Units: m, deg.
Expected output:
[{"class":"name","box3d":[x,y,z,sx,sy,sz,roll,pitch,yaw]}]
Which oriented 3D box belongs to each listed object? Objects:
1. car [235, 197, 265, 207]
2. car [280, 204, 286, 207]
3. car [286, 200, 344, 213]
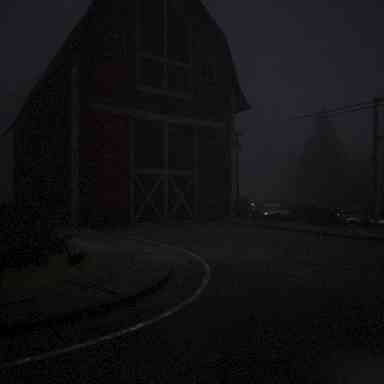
[{"class":"car","box3d":[6.142,1.379,37.624,2.097,1.767,4.553,0,0,-34]},{"class":"car","box3d":[11.689,1.552,36.078,1.812,1.442,4.674,0,0,-34]},{"class":"car","box3d":[11.246,1.628,30.182,1.895,1.301,4.718,0,0,-34]}]
